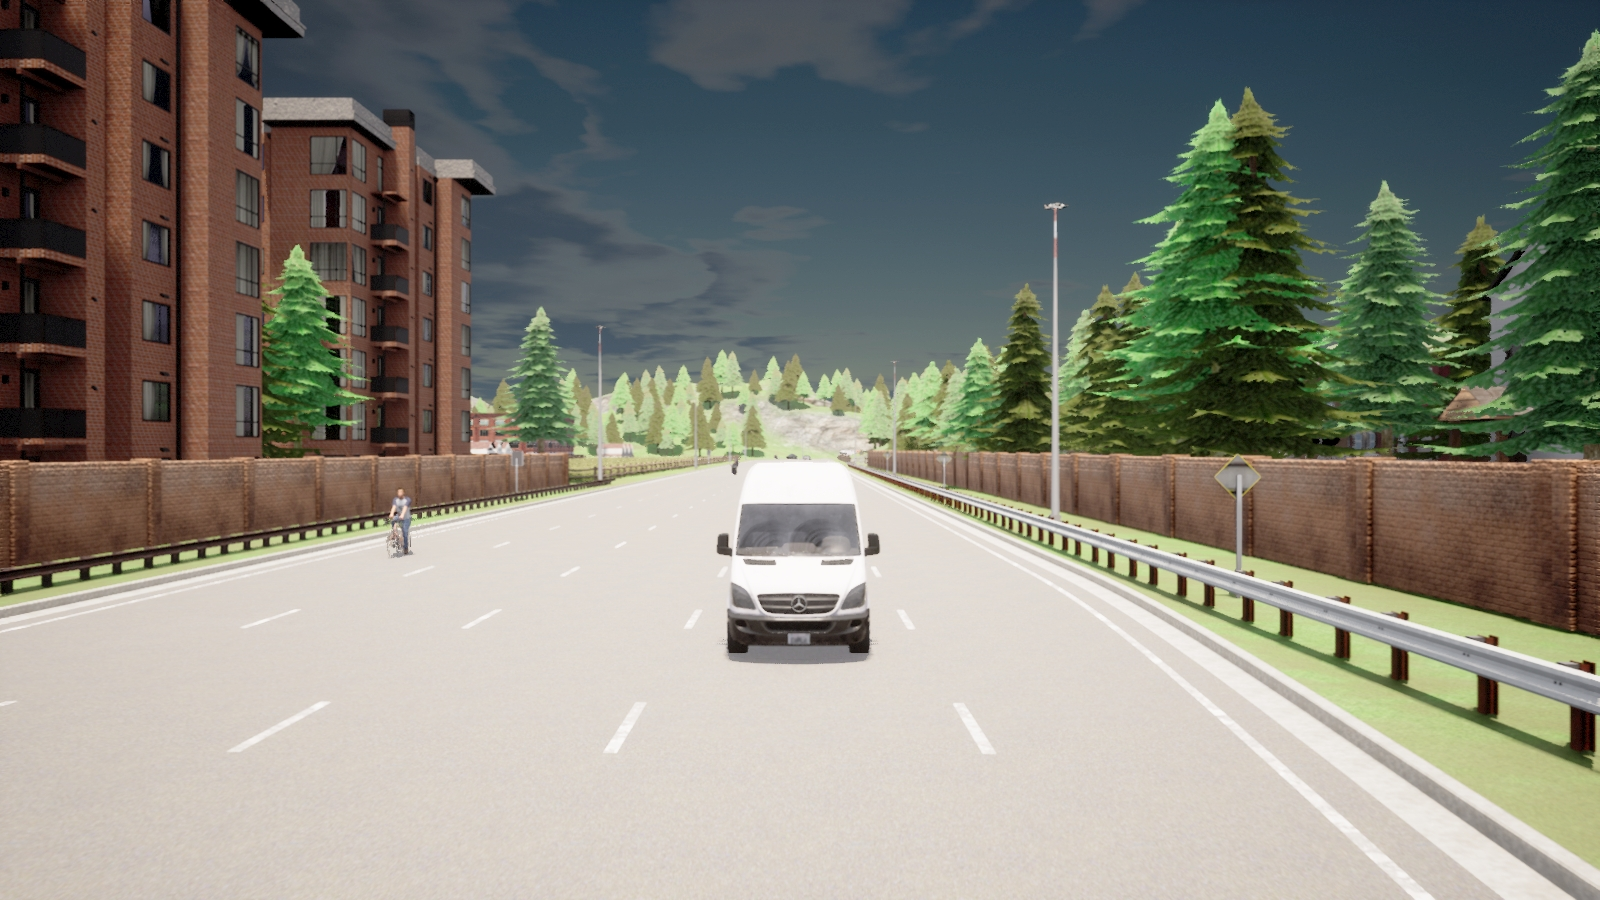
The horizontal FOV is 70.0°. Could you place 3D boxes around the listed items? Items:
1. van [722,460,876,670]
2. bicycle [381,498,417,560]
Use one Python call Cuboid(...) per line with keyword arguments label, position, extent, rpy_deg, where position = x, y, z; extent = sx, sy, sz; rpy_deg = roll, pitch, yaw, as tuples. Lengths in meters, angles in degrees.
Cuboid(label="van", position=(-0.018, 1.518, 17.700), extent=(1.988, 2.561, 5.915), rpy_deg=(0, 1, 0))
Cuboid(label="bicycle", position=(-10.438, 2.038, 29.767), extent=(0.373, 1.496, 1.643), rpy_deg=(0, 0, 0))
